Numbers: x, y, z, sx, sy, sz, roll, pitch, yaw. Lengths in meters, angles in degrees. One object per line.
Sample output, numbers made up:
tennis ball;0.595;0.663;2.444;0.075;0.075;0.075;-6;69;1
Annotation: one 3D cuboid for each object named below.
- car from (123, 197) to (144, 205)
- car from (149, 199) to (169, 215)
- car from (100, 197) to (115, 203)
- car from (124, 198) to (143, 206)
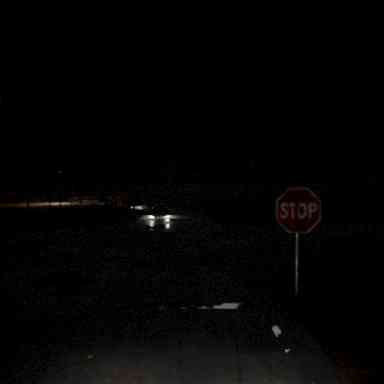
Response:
car;-11.057;1.687;62.180;1.895;1.301;4.718;-1;0;-37
car;-3.413;1.492;34.482;1.882;1.535;5.008;0;0;-6
car;-17.698;1.643;69.681;4.181;1.385;1.994;-1;0;42
car;-9.953;1.681;55.138;1.895;1.301;4.718;-1;0;-29
